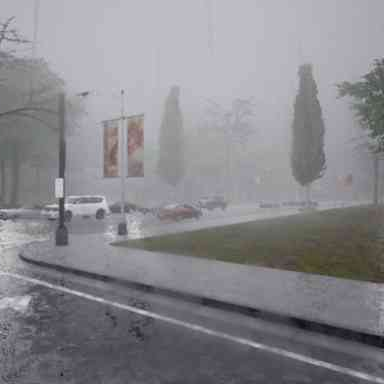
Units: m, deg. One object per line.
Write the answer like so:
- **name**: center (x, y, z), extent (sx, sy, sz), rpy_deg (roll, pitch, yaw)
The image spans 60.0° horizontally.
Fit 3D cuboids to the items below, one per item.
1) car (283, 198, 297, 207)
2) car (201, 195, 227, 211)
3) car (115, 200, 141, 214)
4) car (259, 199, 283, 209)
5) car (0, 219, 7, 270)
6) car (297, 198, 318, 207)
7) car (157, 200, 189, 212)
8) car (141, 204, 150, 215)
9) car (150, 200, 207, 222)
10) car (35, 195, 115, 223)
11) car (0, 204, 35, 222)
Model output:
- **car**: center (17.822, 1.877, 60.073), extent (2.128, 1.511, 4.902), rpy_deg (0, -1, 35)
- **car**: center (2.584, 1.418, 44.332), extent (2.150, 2.045, 5.566), rpy_deg (0, 0, 36)
- **car**: center (-8.075, 1.588, 34.804), extent (1.882, 1.535, 5.008), rpy_deg (0, 0, 35)
- **car**: center (12.111, 1.857, 51.932), extent (1.994, 1.385, 4.181), rpy_deg (0, 0, 35)
- **car**: center (-6.823, 1.525, 9.479), extent (1.812, 1.442, 4.674), rpy_deg (0, 0, -41)
- **car**: center (20.523, 1.744, 58.268), extent (2.097, 1.767, 4.553), rpy_deg (0, -1, 35)
- **car**: center (-2.383, 1.729, 42.916), extent (1.994, 1.385, 4.181), rpy_deg (0, 0, 35)
- **car**: center (-3.417, 1.682, 35.787), extent (2.033, 1.411, 5.357), rpy_deg (0, 0, 35)
- **car**: center (-1.013, 1.645, 27.630), extent (1.812, 1.442, 4.674), rpy_deg (0, 0, 36)
- **car**: center (-9.390, 1.303, 27.278), extent (2.150, 2.045, 5.566), rpy_deg (0, 0, 34)
- **car**: center (-13.319, 1.665, 27.327), extent (1.895, 1.301, 4.718), rpy_deg (0, 0, 35)
